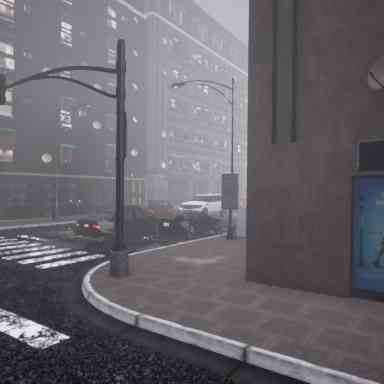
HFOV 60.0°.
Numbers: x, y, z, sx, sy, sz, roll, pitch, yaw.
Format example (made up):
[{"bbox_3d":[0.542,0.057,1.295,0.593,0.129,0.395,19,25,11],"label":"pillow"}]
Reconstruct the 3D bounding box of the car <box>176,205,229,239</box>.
[{"bbox_3d":[-0.041,1.599,17.708,1.947,1.339,4.313,1,1,35],"label":"car"}]

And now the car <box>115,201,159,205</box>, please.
[{"bbox_3d":[-4.489,1.487,20.797,1.812,1.442,4.674,1,1,35],"label":"car"}]

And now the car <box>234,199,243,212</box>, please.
[{"bbox_3d":[3.141,1.223,35.954,2.192,1.841,5.009,1,1,35],"label":"car"}]

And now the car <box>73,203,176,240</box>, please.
[{"bbox_3d":[-3.370,1.553,16.987,2.033,1.411,5.357,1,1,33],"label":"car"}]

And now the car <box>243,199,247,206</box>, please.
[{"bbox_3d":[7.062,1.289,37.234,2.097,1.767,4.553,1,1,35],"label":"car"}]

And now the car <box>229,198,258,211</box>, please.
[{"bbox_3d":[6.348,1.483,40.530,1.802,1.307,4.206,1,1,35],"label":"car"}]

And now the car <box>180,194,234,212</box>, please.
[{"bbox_3d":[1.187,1.171,28.880,2.150,2.045,5.566,1,1,35],"label":"car"}]

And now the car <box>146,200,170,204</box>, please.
[{"bbox_3d":[-3.280,1.362,26.807,1.967,1.590,4.097,1,1,35],"label":"car"}]
